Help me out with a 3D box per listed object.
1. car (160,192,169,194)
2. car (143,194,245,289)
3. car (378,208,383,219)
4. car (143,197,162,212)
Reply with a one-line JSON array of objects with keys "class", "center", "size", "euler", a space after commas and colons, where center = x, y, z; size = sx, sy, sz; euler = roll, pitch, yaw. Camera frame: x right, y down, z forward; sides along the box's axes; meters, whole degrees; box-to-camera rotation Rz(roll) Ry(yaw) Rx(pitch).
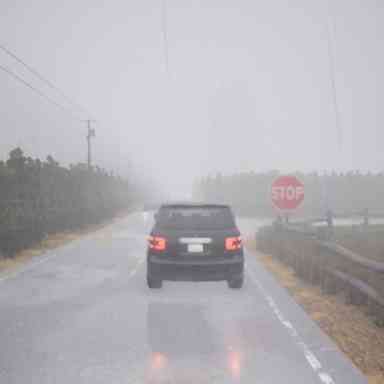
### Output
[{"class": "car", "center": [-5.723, 1.048, 67.176], "size": [2.150, 2.045, 5.566], "euler": [0, 1, 2]}, {"class": "car", "center": [0.073, 1.188, 9.231], "size": [2.150, 2.045, 5.566], "euler": [0, 0, 0]}, {"class": "car", "center": [15.907, 1.406, 23.657], "size": [4.902, 1.511, 2.128], "euler": [0, 0, 0]}, {"class": "car", "center": [-4.365, 1.343, 37.250], "size": [1.882, 1.535, 5.008], "euler": [0, 0, -5]}]
